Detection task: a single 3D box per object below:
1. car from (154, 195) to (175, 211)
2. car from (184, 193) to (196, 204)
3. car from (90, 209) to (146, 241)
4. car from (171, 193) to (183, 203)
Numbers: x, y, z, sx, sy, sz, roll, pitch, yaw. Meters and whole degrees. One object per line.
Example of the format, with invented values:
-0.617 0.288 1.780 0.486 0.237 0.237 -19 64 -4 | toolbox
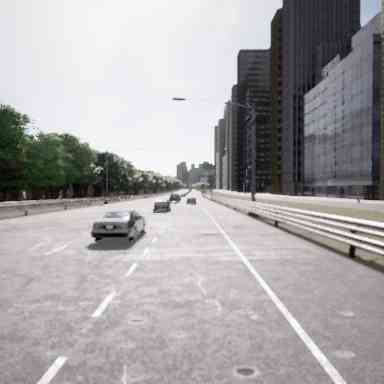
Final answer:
-3.580 1.521 40.682 2.128 1.511 4.902 0 0 0 | car
-0.120 1.556 66.766 2.128 1.511 4.902 0 0 0 | car
-3.512 1.554 16.675 2.033 1.411 5.357 0 0 0 | car
-3.764 1.300 73.269 2.150 2.045 5.566 0 0 0 | car
